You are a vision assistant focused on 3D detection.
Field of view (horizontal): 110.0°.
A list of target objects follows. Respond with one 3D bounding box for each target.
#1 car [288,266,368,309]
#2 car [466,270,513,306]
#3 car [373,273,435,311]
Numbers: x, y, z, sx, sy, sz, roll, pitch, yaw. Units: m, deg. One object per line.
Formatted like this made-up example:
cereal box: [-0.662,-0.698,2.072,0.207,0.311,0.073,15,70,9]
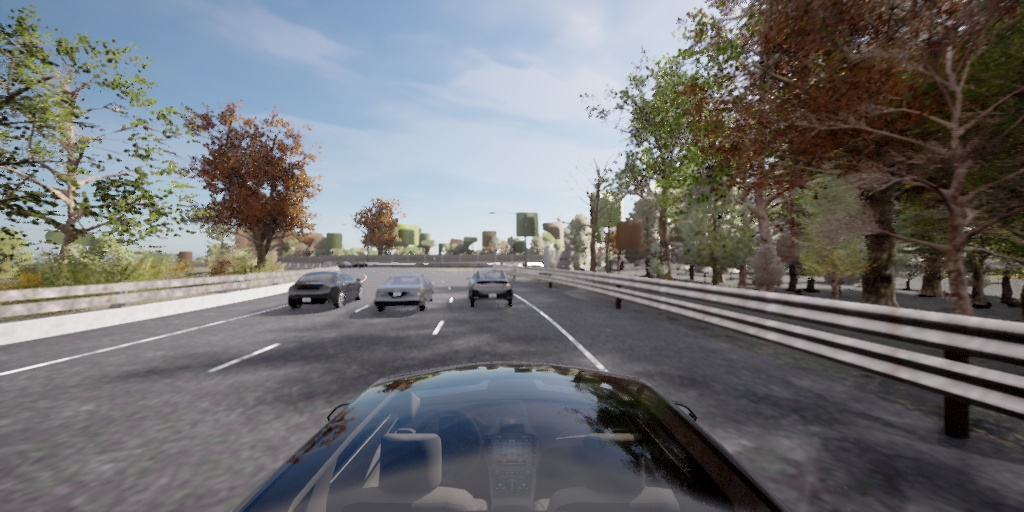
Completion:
car: [-8.033,1.409,15.871,1.837,1.490,4.892,0,0,-8]
car: [-1.087,1.396,16.724,2.128,1.511,4.902,0,0,-8]
car: [-4.429,1.440,15.335,2.033,1.411,5.357,0,-1,-7]
